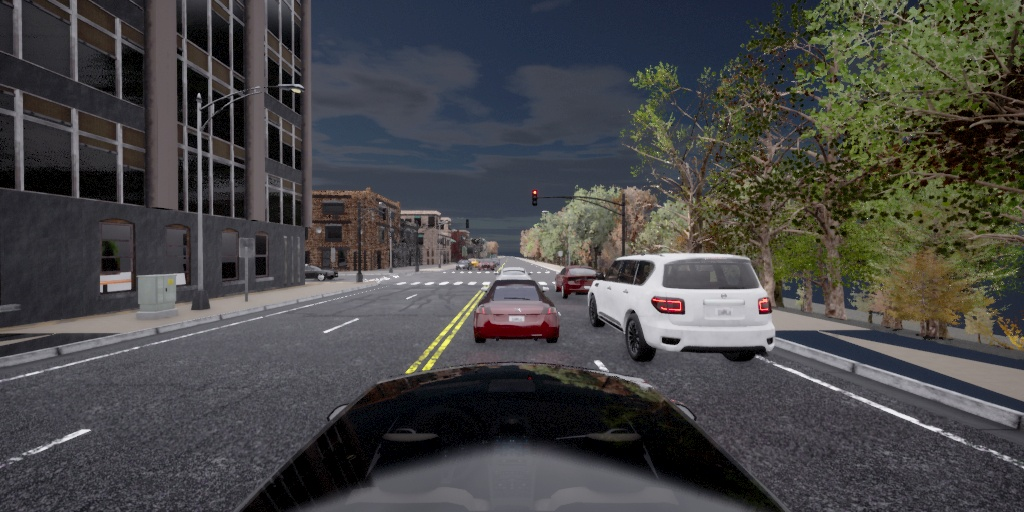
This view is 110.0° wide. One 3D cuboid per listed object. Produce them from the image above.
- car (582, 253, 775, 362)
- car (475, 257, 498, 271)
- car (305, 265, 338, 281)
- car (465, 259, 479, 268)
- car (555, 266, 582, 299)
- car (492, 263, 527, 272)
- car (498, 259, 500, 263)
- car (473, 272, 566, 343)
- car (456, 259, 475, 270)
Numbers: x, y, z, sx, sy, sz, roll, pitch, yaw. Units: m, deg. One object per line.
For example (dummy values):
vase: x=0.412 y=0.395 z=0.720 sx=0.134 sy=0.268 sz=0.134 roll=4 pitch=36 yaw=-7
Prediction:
car: x=3.341 y=0.970 z=8.359 sx=2.150 sy=2.045 sz=5.566 roll=0 pitch=0 yaw=0
car: x=-3.471 y=1.094 z=49.424 sx=2.097 sy=1.767 sz=4.553 roll=0 pitch=0 yaw=0
car: x=-18.563 y=1.529 z=32.875 sx=4.892 sy=1.490 sz=1.837 roll=-1 pitch=1 yaw=-2
car: x=-6.765 y=1.220 z=60.860 sx=1.882 sy=1.535 sz=5.008 roll=0 pitch=0 yaw=0
car: x=3.316 y=1.224 z=18.193 sx=1.882 sy=1.535 sz=5.008 roll=0 pitch=0 yaw=1
car: x=0.060 y=1.273 z=18.418 sx=1.812 sy=1.442 sz=4.674 roll=0 pitch=0 yaw=-2
car: x=-3.515 y=1.343 z=60.108 sx=1.895 sy=1.301 sz=4.718 roll=0 pitch=0 yaw=0
car: x=0.084 y=1.312 z=9.674 sx=1.994 sy=1.385 sz=4.181 roll=0 pitch=0 yaw=0
car: x=-6.717 y=1.234 z=50.721 sx=2.128 sy=1.511 sz=4.902 roll=0 pitch=0 yaw=1
